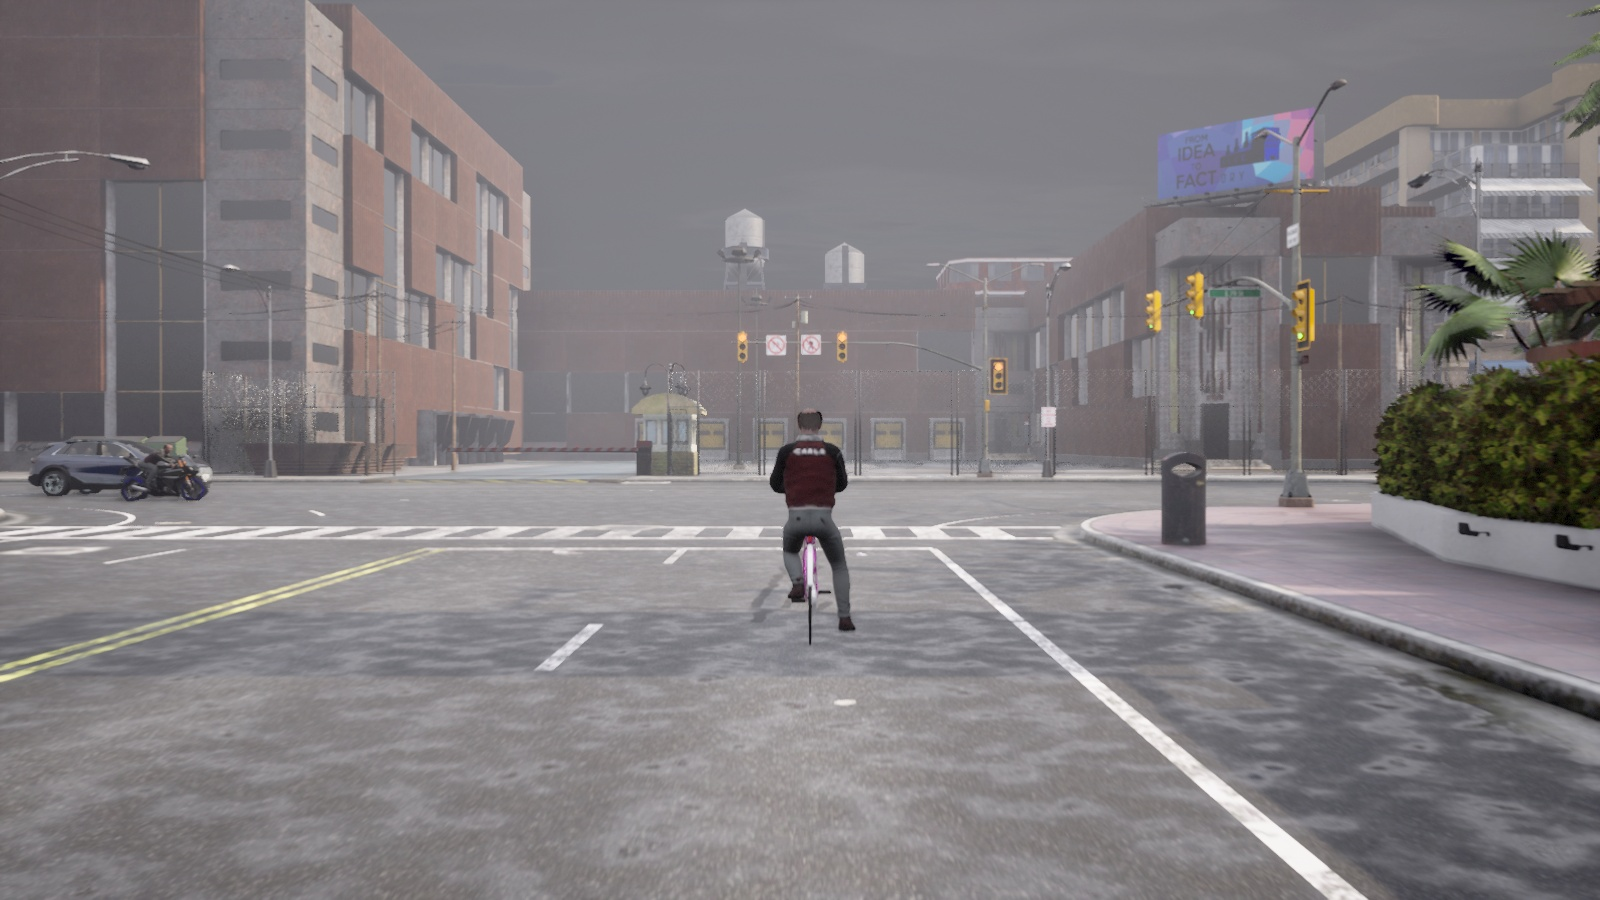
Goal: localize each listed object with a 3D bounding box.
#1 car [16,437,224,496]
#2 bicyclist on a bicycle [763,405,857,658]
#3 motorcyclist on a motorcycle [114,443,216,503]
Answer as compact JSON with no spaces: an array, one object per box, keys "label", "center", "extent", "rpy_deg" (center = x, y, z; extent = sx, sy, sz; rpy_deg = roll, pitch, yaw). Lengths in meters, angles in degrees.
[{"label":"car","center":[-19.430,0.458,36.028],"extent":[4.856,1.649,2.033],"rpy_deg":[0,0,1]},{"label":"bicyclist on a bicycle","center":[0.076,0.562,9.741],"extent":[0.659,1.776,1.843],"rpy_deg":[0,1,0]},{"label":"motorcyclist on a motorcycle","center":[-16.405,0.585,32.484],"extent":[2.191,1.530,0.866],"rpy_deg":[0,0,1]}]
